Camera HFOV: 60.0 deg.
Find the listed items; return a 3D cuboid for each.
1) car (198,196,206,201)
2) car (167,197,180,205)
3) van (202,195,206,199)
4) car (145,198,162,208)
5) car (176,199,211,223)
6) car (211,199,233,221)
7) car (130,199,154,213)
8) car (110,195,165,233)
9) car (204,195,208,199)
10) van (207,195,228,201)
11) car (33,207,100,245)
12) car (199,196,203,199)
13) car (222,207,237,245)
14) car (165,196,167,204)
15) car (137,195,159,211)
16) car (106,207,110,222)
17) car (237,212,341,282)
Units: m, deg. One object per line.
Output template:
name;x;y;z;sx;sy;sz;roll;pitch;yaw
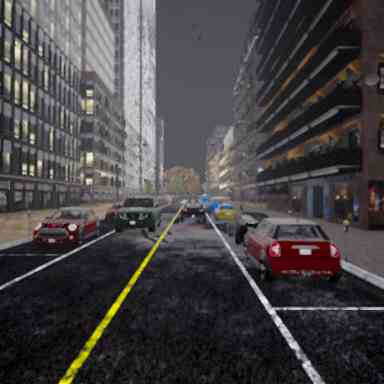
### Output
car;2.688;1.669;89.061;2.008;1.369;4.403;1;0;0
car;-3.010;1.636;62.708;2.033;1.411;5.357;0;0;0
van;2.695;1.429;66.432;1.690;1.788;3.998;1;0;0
car;-5.686;1.630;49.452;1.947;1.339;4.313;1;0;0
car;0.095;1.524;25.904;2.128;1.511;4.902;0;0;0
car;2.698;1.561;27.001;1.752;1.417;4.829;1;0;0
car;-5.685;1.600;38.138;2.008;1.369;4.403;1;0;0
car;-3.104;1.247;20.171;2.150;2.045;5.566;0;0;0
car;2.697;1.490;38.146;1.967;1.590;4.097;1;0;0
van;2.700;1.383;32.488;1.690;1.788;3.998;1;0;0
car;-5.679;1.460;15.508;1.967;1.590;4.097;1;0;0
car;0.094;1.607;45.424;2.033;1.411;5.357;0;0;0
car;2.699;1.586;15.516;1.947;1.339;4.313;1;0;0
car;-5.687;1.527;66.424;1.967;1.590;4.097;1;0;0
car;-5.682;1.372;43.795;2.192;1.841;5.009;1;0;0
car;-5.683;1.579;26.823;1.887;1.381;4.507;1;0;0
car;2.702;1.453;9.859;1.967;1.590;4.097;1;0;0
